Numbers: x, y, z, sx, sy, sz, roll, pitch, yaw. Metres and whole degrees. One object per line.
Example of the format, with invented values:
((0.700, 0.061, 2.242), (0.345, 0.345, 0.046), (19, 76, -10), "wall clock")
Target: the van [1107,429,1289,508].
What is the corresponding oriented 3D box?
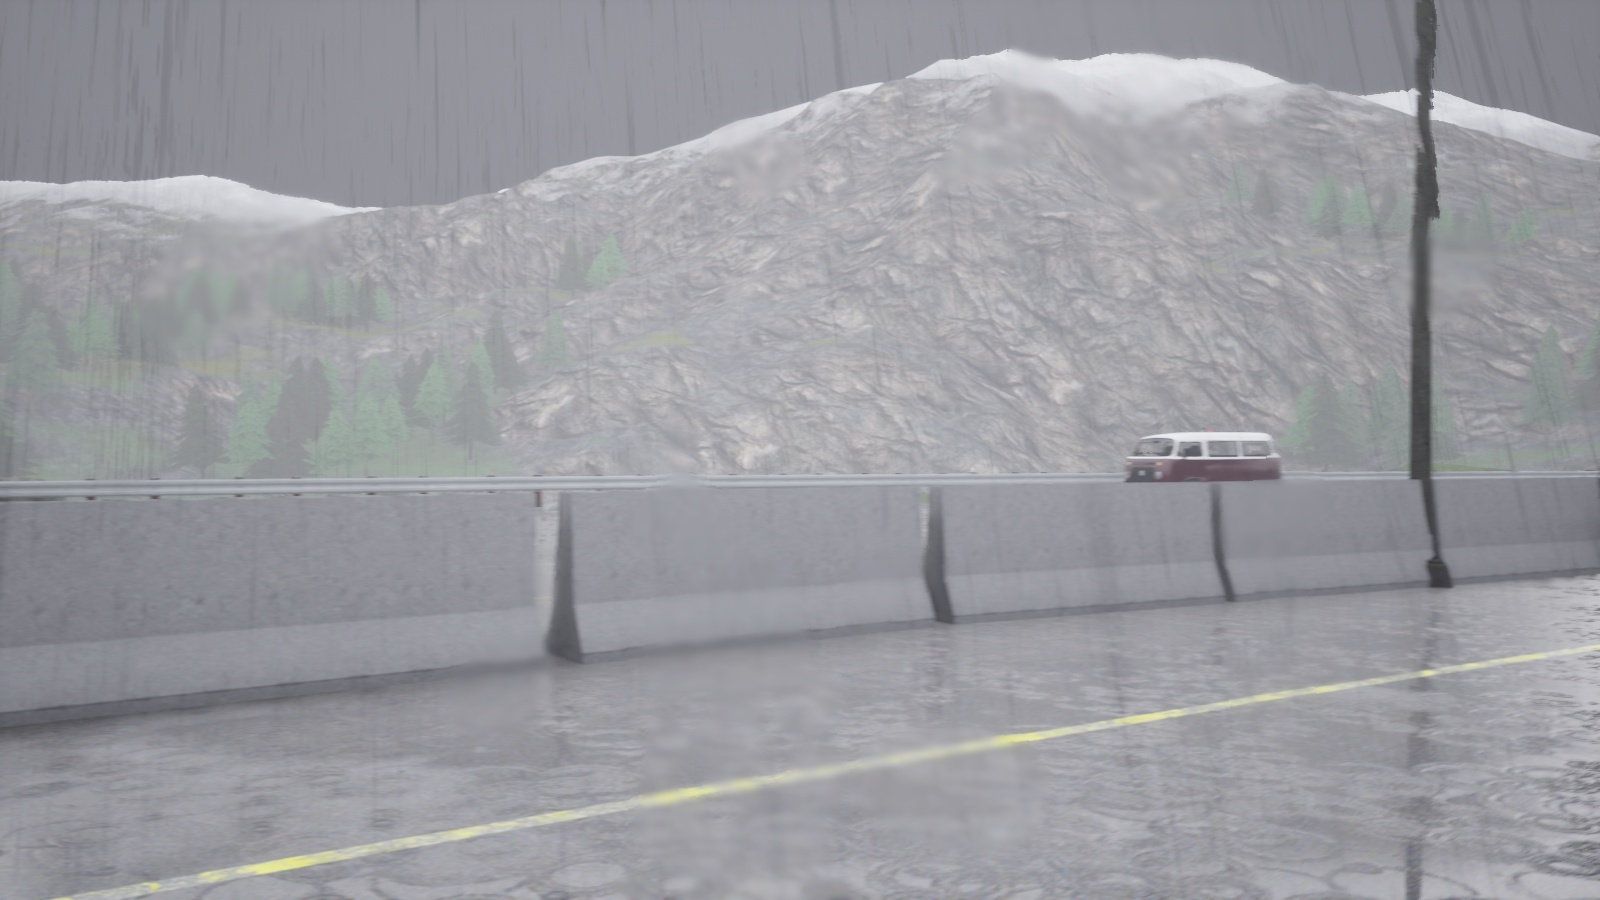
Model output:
((10.778, 0.477, 34.012), (4.480, 2.038, 2.069), (0, 0, -26), "van")
